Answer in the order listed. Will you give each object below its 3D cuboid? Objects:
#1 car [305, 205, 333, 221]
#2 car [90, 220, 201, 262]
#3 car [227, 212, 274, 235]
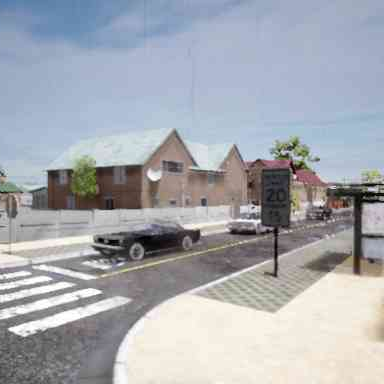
[{"bbox_3d":[13.171,2.125,34.384,1.837,1.490,4.892,0,-1,36],"label":"car"},{"bbox_3d":[-1.723,1.857,13.603,1.895,1.301,4.718,0,-1,37],"label":"car"},{"bbox_3d":[4.163,1.997,21.785,1.895,1.301,4.718,0,-1,36],"label":"car"}]
